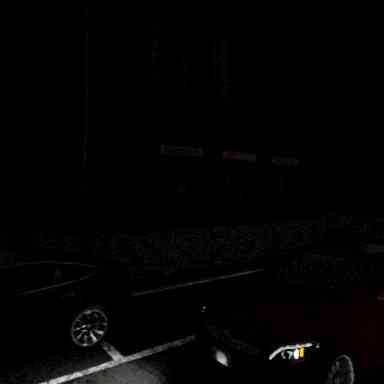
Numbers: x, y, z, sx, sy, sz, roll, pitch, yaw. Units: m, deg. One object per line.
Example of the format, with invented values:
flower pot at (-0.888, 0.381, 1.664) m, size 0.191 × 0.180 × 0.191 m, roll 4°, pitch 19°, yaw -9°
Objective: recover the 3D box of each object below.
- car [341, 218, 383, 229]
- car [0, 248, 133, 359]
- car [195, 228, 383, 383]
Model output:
car at (6.212, 1.552, 11.185) m, size 4.507 × 1.381 × 1.887 m, roll 0°, pitch 1°, yaw -35°
car at (-2.948, 1.566, 4.653) m, size 4.313 × 1.339 × 1.947 m, roll 0°, pitch 1°, yaw -35°
car at (2.219, 1.529, 4.960) m, size 4.674 × 1.442 × 1.812 m, roll 0°, pitch 0°, yaw -36°
